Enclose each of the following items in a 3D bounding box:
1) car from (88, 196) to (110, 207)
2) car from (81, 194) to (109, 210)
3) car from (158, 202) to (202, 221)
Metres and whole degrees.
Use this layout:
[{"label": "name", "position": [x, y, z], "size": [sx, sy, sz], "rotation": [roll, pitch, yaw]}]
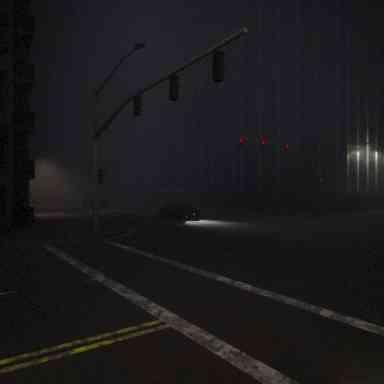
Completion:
[{"label": "car", "position": [-15.039, 1.477, 53.629], "size": [1.882, 1.535, 5.008], "rotation": [0, 0, -35]}, {"label": "car", "position": [-13.056, 1.222, 44.408], "size": [2.150, 2.045, 5.566], "rotation": [0, 0, -35]}, {"label": "car", "position": [-1.040, 1.563, 27.365], "size": [1.994, 1.385, 4.181], "rotation": [0, 0, -37]}]
